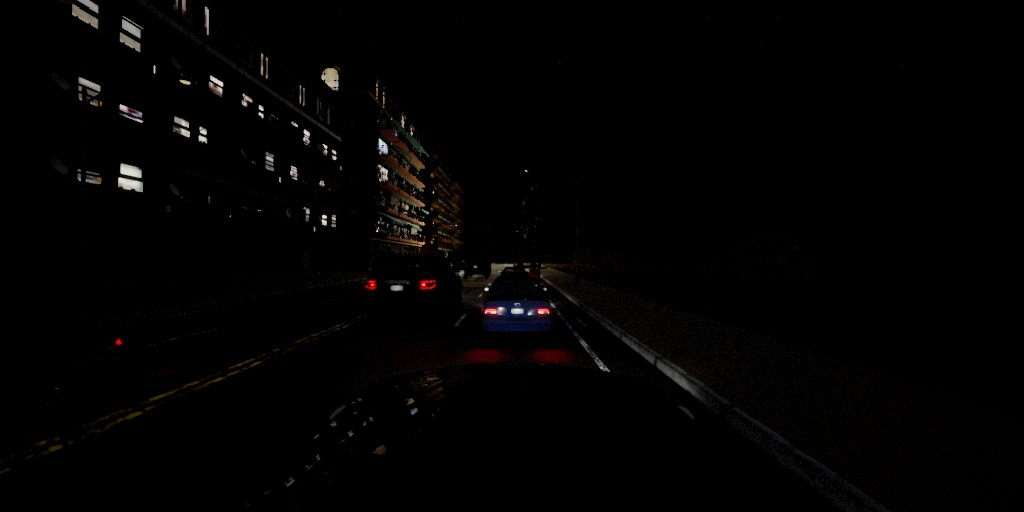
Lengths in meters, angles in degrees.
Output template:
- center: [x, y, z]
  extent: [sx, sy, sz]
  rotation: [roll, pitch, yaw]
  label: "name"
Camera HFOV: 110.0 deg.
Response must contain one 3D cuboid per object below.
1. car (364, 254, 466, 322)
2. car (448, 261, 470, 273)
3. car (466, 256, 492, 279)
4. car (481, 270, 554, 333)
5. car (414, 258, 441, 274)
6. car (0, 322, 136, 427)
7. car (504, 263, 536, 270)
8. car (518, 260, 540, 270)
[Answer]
- center: [-3.131, 0.971, 12.440]
  extent: [2.150, 2.045, 5.566]
  rotation: [0, 0, 0]
  label: "car"
- center: [-6.517, 1.317, 44.529]
  extent: [1.994, 1.385, 4.181]
  rotation: [0, 0, 0]
  label: "car"
- center: [-3.091, 0.978, 33.086]
  extent: [2.150, 2.045, 5.566]
  rotation: [0, 1, 0]
  label: "car"
- center: [0.118, 1.299, 10.627]
  extent: [2.033, 1.411, 5.357]
  rotation: [0, 0, 0]
  label: "car"
- center: [-9.774, 1.105, 41.757]
  extent: [2.097, 1.767, 4.553]
  rotation: [0, 0, 0]
  label: "car"
- center: [-6.599, 1.298, 2.936]
  extent: [2.033, 1.411, 5.357]
  rotation: [0, 0, 0]
  label: "car"
- center: [0.130, 1.317, 20.960]
  extent: [1.994, 1.385, 4.181]
  rotation: [0, 0, 1]
  label: "car"
- center: [1.191, 1.104, 29.895]
  extent: [2.097, 1.767, 4.553]
  rotation: [0, 0, 0]
  label: "car"
